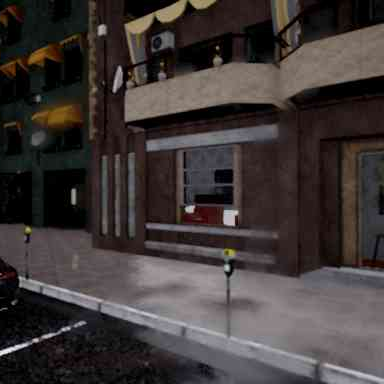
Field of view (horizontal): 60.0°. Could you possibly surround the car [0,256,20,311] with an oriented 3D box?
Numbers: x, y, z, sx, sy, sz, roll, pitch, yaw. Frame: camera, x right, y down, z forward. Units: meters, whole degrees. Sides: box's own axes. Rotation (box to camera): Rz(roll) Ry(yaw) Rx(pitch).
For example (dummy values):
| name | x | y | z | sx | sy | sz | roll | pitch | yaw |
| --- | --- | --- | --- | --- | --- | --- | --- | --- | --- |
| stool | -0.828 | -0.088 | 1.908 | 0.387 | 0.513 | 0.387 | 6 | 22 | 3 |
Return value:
| name | x | y | z | sx | sy | sz | roll | pitch | yaw |
| --- | --- | --- | --- | --- | --- | --- | --- | --- | --- |
| car | -5.067 | 1.580 | 6.491 | 4.403 | 1.369 | 2.008 | 0 | 0 | 36 |
